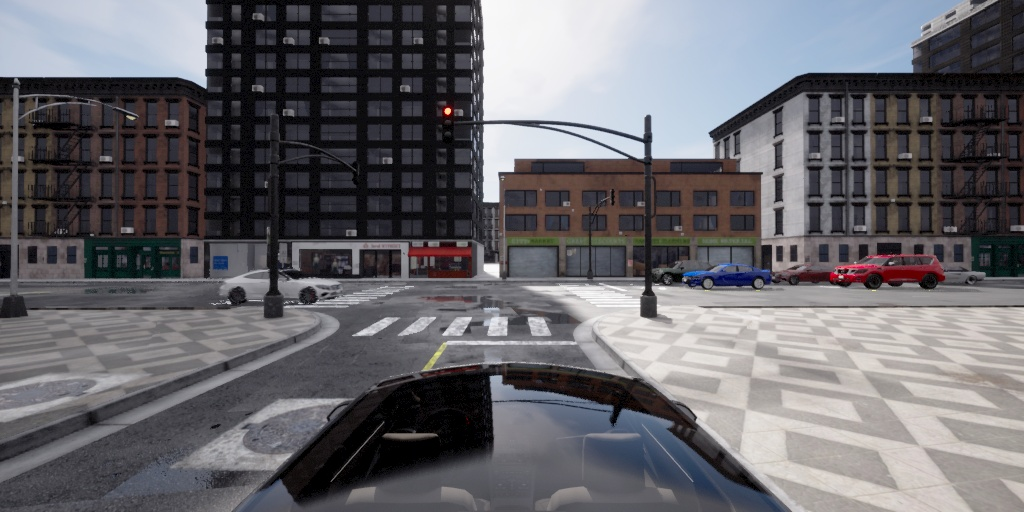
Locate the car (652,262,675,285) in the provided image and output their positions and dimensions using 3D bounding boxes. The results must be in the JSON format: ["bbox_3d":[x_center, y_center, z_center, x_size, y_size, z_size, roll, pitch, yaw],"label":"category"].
[{"bbox_3d":[11.967,1.117,25.302,4.553,1.767,2.097,0,0,0],"label":"car"}]

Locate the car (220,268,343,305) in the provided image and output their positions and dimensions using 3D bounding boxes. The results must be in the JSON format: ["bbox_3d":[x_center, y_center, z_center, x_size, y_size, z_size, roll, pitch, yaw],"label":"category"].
[{"bbox_3d":[-9.737,1.251,15.282,4.674,1.442,1.812,0,0,0],"label":"car"}]

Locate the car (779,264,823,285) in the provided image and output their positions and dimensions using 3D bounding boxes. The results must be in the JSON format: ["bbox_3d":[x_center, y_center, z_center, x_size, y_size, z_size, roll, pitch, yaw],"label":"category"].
[{"bbox_3d":[20.794,1.272,25.312,4.674,1.442,1.812,0,0,0],"label":"car"}]

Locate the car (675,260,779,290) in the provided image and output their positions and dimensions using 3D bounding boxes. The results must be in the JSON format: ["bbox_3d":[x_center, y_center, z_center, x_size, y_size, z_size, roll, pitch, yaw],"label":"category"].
[{"bbox_3d":[13.104,1.213,22.043,5.008,1.535,1.882,0,0,-2],"label":"car"}]

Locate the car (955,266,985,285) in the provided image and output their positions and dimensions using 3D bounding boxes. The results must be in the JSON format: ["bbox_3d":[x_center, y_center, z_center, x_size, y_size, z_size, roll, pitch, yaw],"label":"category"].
[{"bbox_3d":[29.998,1.329,25.345,4.718,1.301,1.895,0,0,0],"label":"car"}]

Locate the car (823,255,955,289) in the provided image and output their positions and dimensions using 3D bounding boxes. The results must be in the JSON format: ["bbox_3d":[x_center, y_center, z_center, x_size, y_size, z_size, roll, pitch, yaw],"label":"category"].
[{"bbox_3d":[23.031,0.937,22.084,5.566,2.045,2.150,0,0,0],"label":"car"}]
